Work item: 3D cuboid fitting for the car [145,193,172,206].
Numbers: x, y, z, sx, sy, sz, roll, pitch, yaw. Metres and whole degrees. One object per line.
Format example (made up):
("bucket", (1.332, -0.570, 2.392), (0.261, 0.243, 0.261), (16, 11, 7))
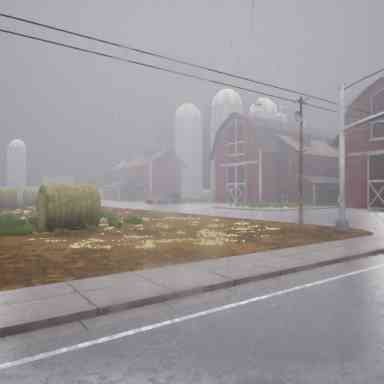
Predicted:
("car", (-5.645, 1.271, 53.160), (2.097, 1.767, 4.553), (-1, 0, -36))

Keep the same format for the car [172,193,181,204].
("car", (-3.919, 1.118, 57.685), (3.866, 1.878, 1.905), (-2, 5, 11))
